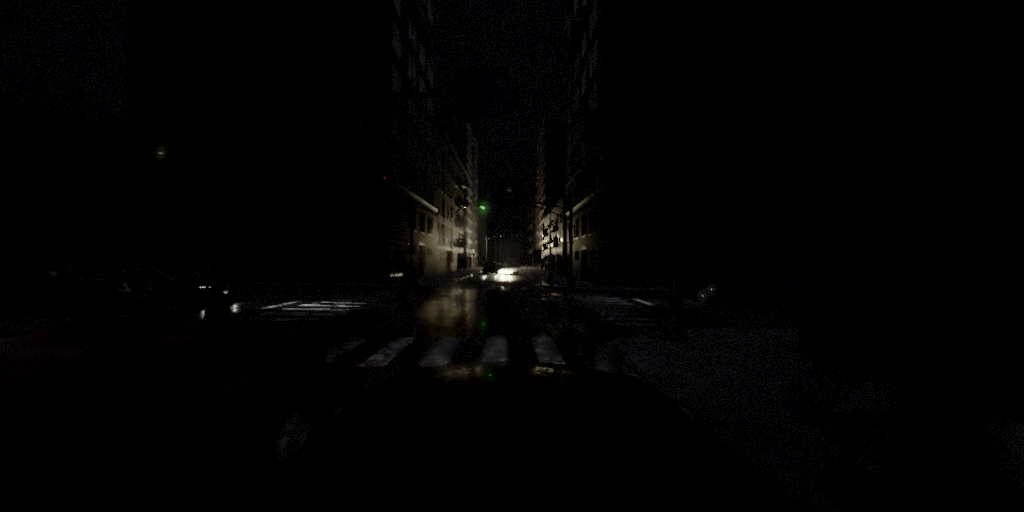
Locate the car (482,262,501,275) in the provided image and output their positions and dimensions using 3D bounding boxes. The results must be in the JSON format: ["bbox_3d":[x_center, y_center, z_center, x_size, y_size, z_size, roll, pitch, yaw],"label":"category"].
[{"bbox_3d":[-2.936,1.572,48.797,2.097,1.767,4.553,0,-1,0],"label":"car"}]

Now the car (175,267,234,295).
[{"bbox_3d":[-14.243,1.190,14.785,4.902,1.511,2.128,1,0,0],"label":"car"}]

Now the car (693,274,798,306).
[{"bbox_3d":[11.905,1.733,18.156,4.718,1.301,1.895,1,0,2],"label":"car"}]

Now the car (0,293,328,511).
[{"bbox_3d":[-3.001,1.236,1.981,1.882,1.535,5.008,0,-1,0],"label":"car"}]

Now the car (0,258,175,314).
[{"bbox_3d":[-14.948,0.990,12.026,5.009,1.841,2.192,0,0,0],"label":"car"}]

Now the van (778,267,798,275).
[{"bbox_3d":[17.399,1.576,20.756,3.998,1.789,1.690,0,0,0],"label":"van"}]
